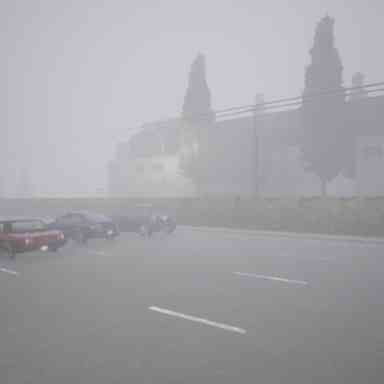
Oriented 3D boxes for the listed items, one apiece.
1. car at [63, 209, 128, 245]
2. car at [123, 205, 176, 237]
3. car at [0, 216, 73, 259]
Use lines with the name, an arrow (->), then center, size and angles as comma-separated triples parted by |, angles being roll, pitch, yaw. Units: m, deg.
car -> -5.589, 1.680, 16.489 | 4.674, 1.442, 1.812 | 0, 0, 36
car -> -3.176, 1.501, 19.062 | 4.553, 1.767, 2.097 | -1, -1, 36
car -> -7.100, 1.748, 13.257 | 4.718, 1.301, 1.895 | -1, 0, 36
